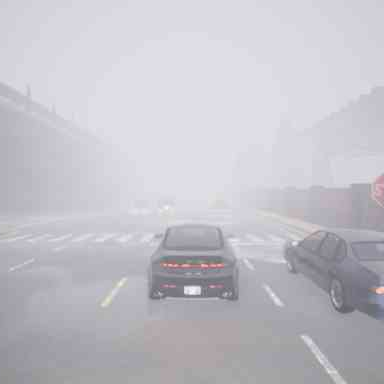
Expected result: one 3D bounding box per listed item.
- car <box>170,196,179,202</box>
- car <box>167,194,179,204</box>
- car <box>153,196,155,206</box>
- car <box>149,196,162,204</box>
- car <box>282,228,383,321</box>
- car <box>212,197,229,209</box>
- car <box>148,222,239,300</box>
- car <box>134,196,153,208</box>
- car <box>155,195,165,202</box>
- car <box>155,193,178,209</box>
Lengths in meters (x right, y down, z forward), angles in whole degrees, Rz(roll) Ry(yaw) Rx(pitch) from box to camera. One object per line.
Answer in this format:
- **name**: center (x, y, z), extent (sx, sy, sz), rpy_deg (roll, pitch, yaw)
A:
- **car**: center (-3.871, 1.576, 75.791), extent (1.895, 1.301, 4.718), rpy_deg (0, 0, -1)
- **car**: center (-3.741, 1.342, 65.889), extent (2.097, 1.767, 4.553), rpy_deg (0, 0, 0)
- **car**: center (-7.131, 1.469, 56.217), extent (1.882, 1.535, 5.008), rpy_deg (0, 0, -1)
- **car**: center (-7.233, 1.537, 66.174), extent (2.033, 1.411, 5.357), rpy_deg (0, 0, 0)
- **car**: center (3.608, 1.546, 7.577), extent (2.033, 1.411, 5.357), rpy_deg (0, 0, 0)
- **car**: center (3.729, 1.470, 44.353), extent (1.882, 1.535, 5.008), rpy_deg (0, 0, -1)
- **car**: center (0.063, 1.504, 8.348), extent (1.837, 1.490, 4.892), rpy_deg (0, 0, 1)
- **car**: center (-6.986, 1.593, 46.840), extent (1.895, 1.301, 4.718), rpy_deg (0, 0, -1)
- **car**: center (-7.382, 1.463, 76.440), extent (1.882, 1.535, 5.008), rpy_deg (0, 0, -1)
- **car**: center (-3.477, 1.214, 46.773), extent (2.150, 2.045, 5.566), rpy_deg (0, 0, -1)
